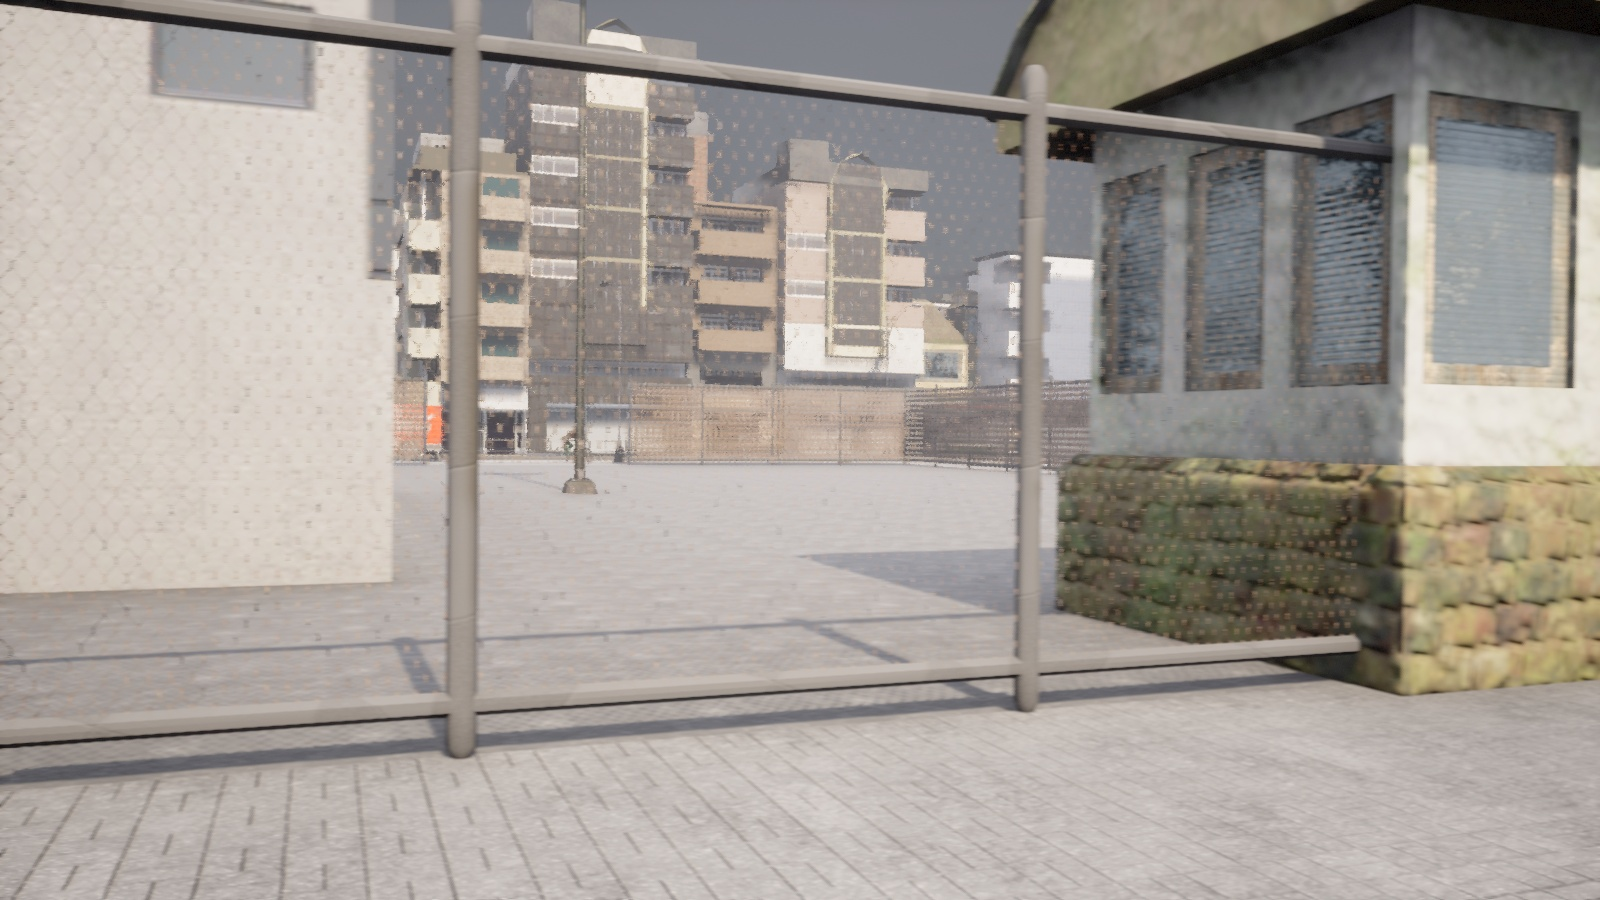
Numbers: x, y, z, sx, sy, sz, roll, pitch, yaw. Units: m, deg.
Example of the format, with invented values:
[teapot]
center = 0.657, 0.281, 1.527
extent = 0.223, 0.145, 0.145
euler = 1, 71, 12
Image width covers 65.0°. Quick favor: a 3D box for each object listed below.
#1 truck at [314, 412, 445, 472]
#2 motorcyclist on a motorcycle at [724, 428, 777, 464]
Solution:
[truck]
center = -18.155, -0.373, 54.159
extent = 5.204, 2.467, 2.627
euler = -1, 1, -21
[motorcyclist on a motorcycle]
center = -2.372, -0.202, 60.195
extent = 2.350, 1.649, 0.766
euler = -1, 1, -21
